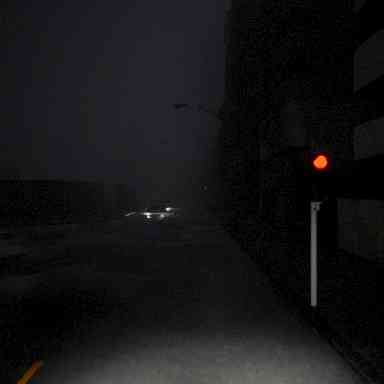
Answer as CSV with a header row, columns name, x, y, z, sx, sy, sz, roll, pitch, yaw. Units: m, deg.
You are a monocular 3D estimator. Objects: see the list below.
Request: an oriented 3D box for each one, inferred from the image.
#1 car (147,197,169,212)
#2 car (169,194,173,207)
name,x,y,z,sx,sy,sz,roll,pitch,yaw
car,-4.158,1.478,39.535,1.882,1.535,5.008,0,0,0
car,-4.142,1.505,49.562,1.837,1.490,4.892,0,0,1
